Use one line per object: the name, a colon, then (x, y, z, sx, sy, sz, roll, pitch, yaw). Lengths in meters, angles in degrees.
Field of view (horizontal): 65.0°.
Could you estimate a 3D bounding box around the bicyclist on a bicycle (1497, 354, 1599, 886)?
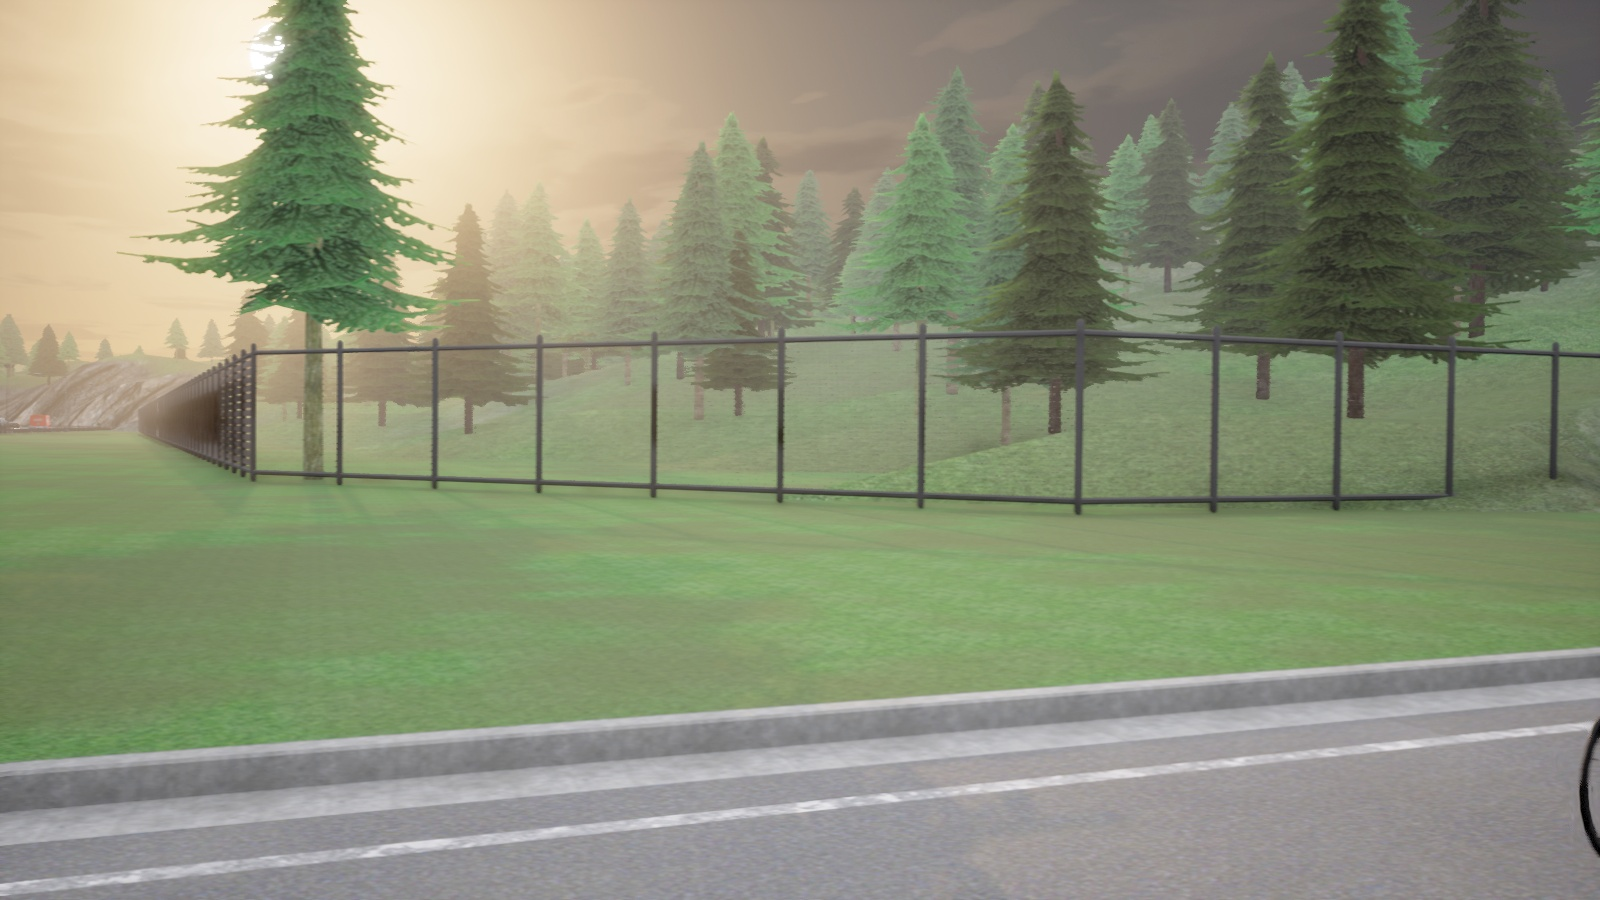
bicyclist on a bicycle: (3.505, 0.556, 4.568, 1.843, 1.776, 0.659, -1, 1, -21)
